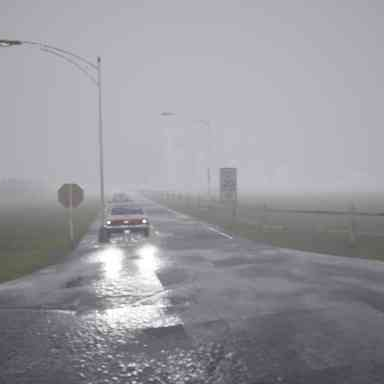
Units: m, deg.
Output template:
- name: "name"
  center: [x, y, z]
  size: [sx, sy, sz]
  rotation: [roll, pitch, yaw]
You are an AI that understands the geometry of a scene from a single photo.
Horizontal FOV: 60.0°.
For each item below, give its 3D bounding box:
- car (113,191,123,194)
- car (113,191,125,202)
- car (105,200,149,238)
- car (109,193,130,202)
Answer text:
- name: "car"
  center: [-7.927, 0.837, 36.314]
  size: [1.837, 1.490, 4.892]
  rotation: [-1, 2, -13]
- name: "car"
  center: [-11.362, 0.630, 51.734]
  size: [1.812, 1.442, 4.674]
  rotation: [-1, 1, -13]
- name: "car"
  center: [-3.080, 1.286, 15.846]
  size: [1.895, 1.301, 4.718]
  rotation: [-1, 1, -10]
- name: "car"
  center: [-5.479, 1.082, 25.581]
  size: [1.994, 1.385, 4.181]
  rotation: [-1, 1, -13]
